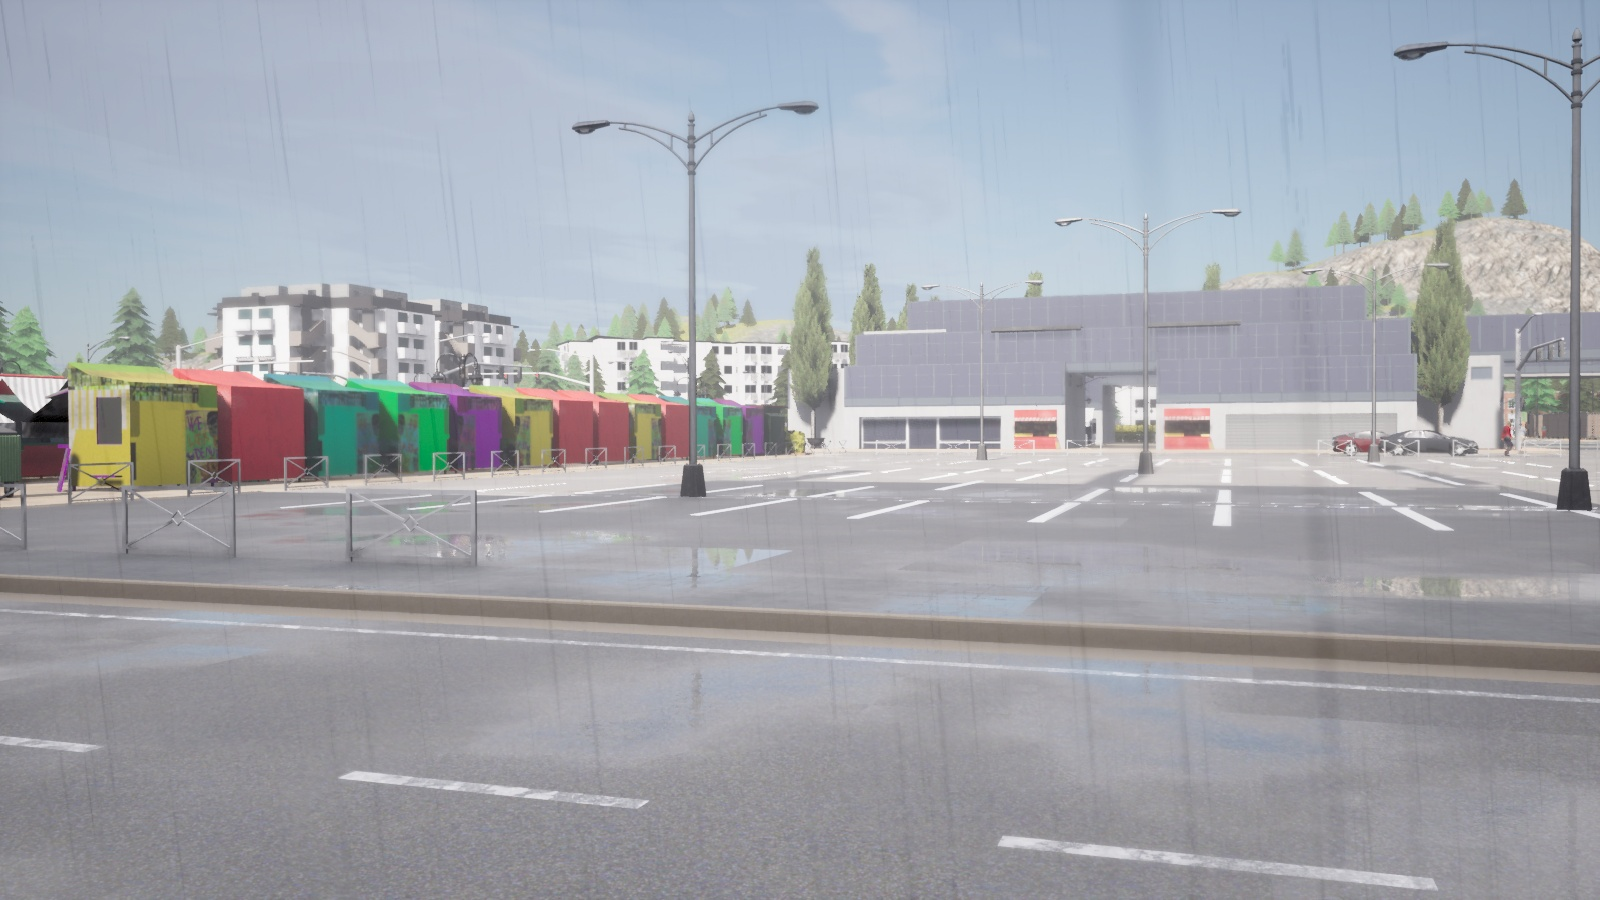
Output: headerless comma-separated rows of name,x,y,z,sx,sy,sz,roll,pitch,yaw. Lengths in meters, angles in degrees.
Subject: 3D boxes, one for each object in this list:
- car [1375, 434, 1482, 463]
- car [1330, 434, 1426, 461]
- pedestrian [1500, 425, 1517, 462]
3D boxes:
car,33.860,-0.120,67.801,4.902,1.511,2.128,1,1,20
car,32.991,-0.145,71.838,4.792,1.488,2.163,1,1,20
pedestrian,35.339,-0.330,62.646,0.636,1.846,0.331,0,1,-3
